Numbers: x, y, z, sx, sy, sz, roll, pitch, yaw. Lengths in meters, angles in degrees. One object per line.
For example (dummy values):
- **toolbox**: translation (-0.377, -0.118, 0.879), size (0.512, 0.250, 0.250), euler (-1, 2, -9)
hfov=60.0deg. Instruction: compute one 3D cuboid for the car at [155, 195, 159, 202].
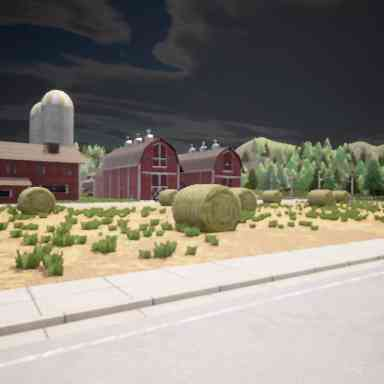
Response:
- **car**: translation (-6.849, 1.295, 74.145), size (1.905, 1.878, 3.866), euler (6, 3, 11)
